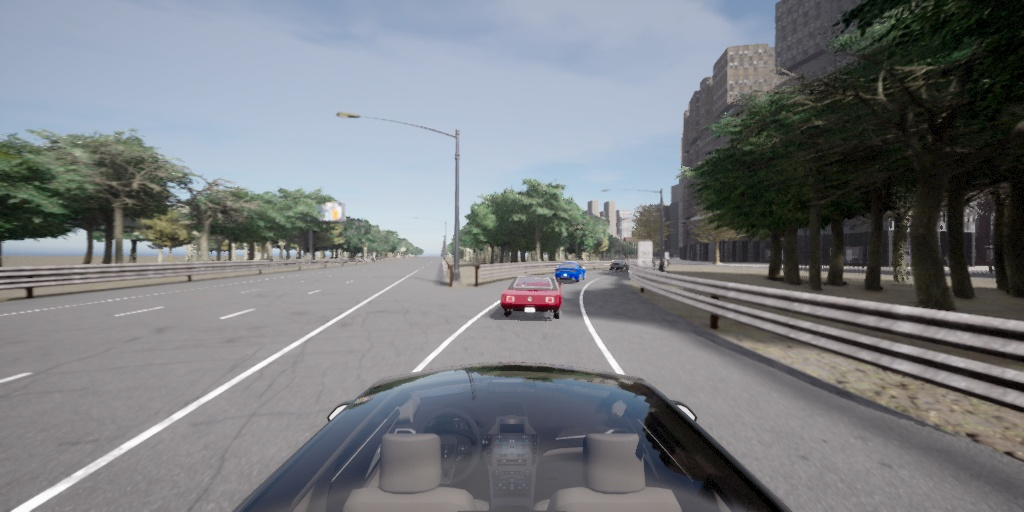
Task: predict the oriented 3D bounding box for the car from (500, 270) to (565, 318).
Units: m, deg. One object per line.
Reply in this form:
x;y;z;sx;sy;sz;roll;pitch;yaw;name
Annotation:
0.879;1.357;13.148;1.895;1.301;4.718;0;0;8;car

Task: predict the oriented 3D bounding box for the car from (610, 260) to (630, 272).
14.831;1.354;48.971;1.837;1.490;4.892;0;0;32;car

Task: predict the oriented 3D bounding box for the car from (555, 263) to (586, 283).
4.746;1.269;28.795;1.882;1.535;5.008;0;0;19;car
